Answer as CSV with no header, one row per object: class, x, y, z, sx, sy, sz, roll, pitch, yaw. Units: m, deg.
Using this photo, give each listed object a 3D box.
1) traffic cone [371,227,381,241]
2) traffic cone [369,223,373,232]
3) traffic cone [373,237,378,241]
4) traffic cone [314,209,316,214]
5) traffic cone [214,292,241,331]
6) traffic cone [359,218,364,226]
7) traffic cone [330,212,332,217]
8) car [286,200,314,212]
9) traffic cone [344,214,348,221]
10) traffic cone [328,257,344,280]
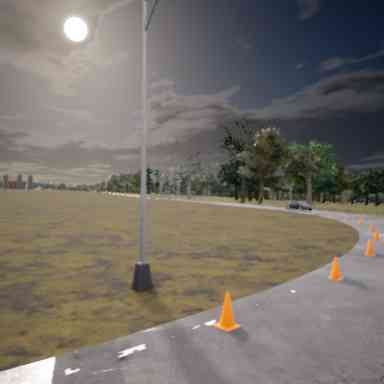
traffic cone,9.350,2.178,16.809,0.340,0.580,0.340,0,0,29
traffic cone,11.391,2.229,21.070,0.340,0.580,0.340,1,0,22
traffic cone,6.852,2.124,12.798,0.340,0.580,0.340,0,-1,35
traffic cone,14.593,2.355,39.552,0.340,0.580,0.340,1,0,-3
traffic cone,0.615,2.011,5.717,0.340,0.580,0.340,1,-1,-42
traffic cone,12.953,2.274,25.530,0.340,0.580,0.340,1,0,16
traffic cone,14.563,2.339,34.827,0.340,0.580,0.340,1,0,4
car,15.257,1.942,47.129,1.837,1.490,4.892,2,-1,-16
traffic cone,14.014,2.311,30.134,0.340,0.580,0.340,1,0,10
traffic cone,3.929,2.067,9.085,0.340,0.580,0.340,0,-1,41
